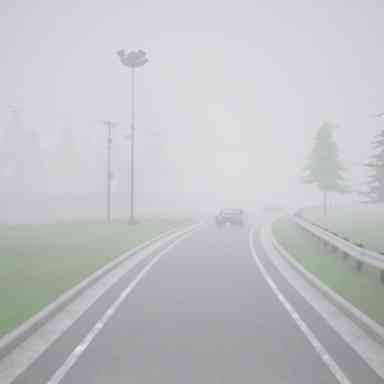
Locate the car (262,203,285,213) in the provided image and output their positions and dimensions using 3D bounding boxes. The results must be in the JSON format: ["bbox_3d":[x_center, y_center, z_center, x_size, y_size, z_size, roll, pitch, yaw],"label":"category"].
[{"bbox_3d":[10.605,2.028,42.860,1.895,1.301,4.718,0,-1,29],"label":"car"}]

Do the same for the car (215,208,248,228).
[{"bbox_3d":[2.972,1.830,24.085,1.895,1.301,4.718,0,-1,14],"label":"car"}]
